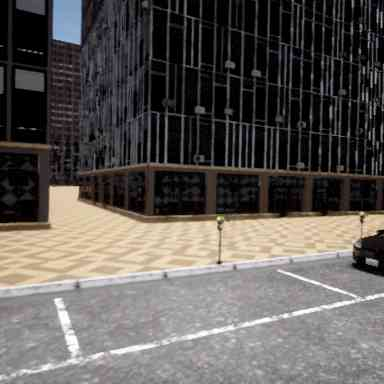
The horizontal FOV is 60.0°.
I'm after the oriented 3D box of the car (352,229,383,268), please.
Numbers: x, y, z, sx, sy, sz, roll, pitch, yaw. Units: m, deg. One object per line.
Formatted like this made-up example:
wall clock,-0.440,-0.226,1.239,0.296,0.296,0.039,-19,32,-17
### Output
car,6.658,1.482,9.687,4.313,1.339,1.947,0,2,-27
